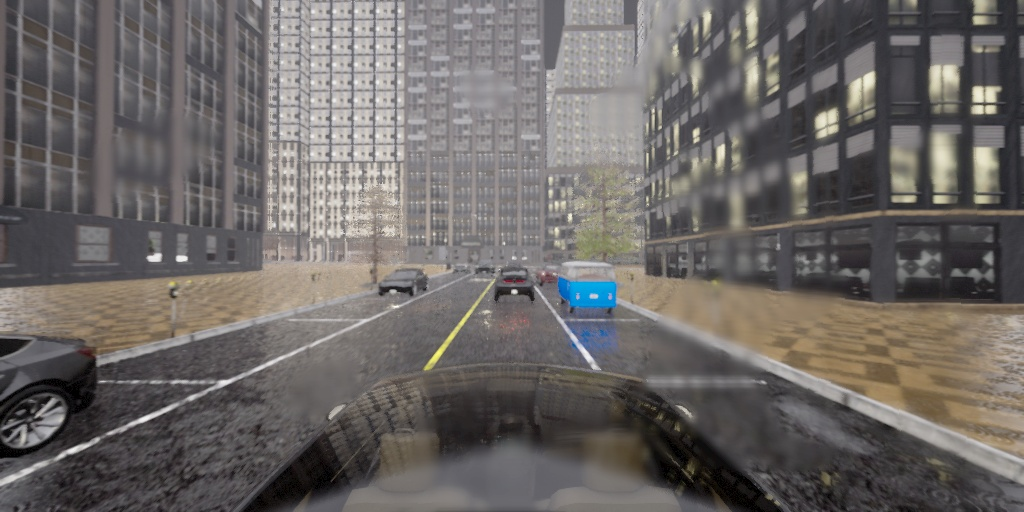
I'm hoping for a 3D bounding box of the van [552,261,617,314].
[{"bbox_3d":[2.698,1.098,13.665,1.690,1.789,3.998,0,0,0],"label":"van"}]

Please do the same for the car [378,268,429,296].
[{"bbox_3d":[-5.682,1.326,19.317,1.948,1.339,4.313,0,0,0],"label":"car"}]

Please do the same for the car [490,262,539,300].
[{"bbox_3d":[0.105,1.266,17.703,1.837,1.490,4.892,0,1,0],"label":"car"}]

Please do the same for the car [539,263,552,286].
[{"bbox_3d":[2.701,1.203,24.947,1.967,1.591,4.097,0,0,0],"label":"car"}]

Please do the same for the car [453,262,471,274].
[{"bbox_3d":[-5.803,1.320,41.886,2.007,1.370,4.403,0,0,0],"label":"car"}]

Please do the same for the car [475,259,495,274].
[{"bbox_3d":[-2.985,1.134,40.736,2.097,1.767,4.553,0,0,0],"label":"car"}]

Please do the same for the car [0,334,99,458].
[{"bbox_3d":[-5.688,1.316,2.388,1.948,1.339,4.313,0,0,0],"label":"car"}]
